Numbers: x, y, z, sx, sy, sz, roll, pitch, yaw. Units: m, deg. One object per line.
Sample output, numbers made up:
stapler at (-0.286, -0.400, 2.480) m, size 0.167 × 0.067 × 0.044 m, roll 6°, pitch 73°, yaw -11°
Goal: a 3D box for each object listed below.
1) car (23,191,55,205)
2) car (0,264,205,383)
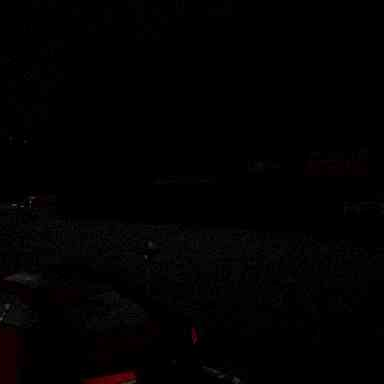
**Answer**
car at (-19.027, 0.732, 42.467) m, size 2.097 × 1.767 × 4.553 m, roll 1°, pitch 2°, yaw 36°
car at (-1.810, 1.581, 4.093) m, size 4.206 × 1.307 × 1.802 m, roll 0°, pitch 1°, yaw 36°
